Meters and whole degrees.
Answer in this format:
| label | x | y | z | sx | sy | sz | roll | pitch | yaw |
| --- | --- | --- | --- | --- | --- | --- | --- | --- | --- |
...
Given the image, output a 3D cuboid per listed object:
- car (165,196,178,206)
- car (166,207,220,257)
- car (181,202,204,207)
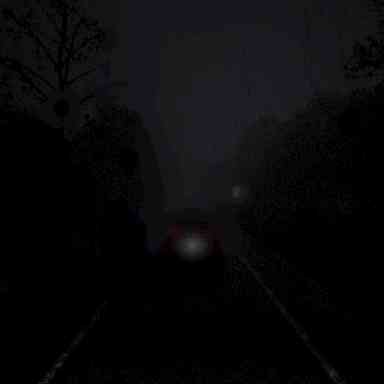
| label | x | y | z | sx | sy | sz | roll | pitch | yaw |
| --- | --- | --- | --- | --- | --- | --- | --- | --- | --- |
| car | -3.551 | 1.544 | 57.593 | 2.097 | 1.767 | 4.553 | 0 | 0 | 0 |
| car | 0.048 | 1.550 | 13.090 | 2.128 | 1.511 | 4.902 | 0 | 0 | 1 |
| car | 0.060 | 1.629 | 29.254 | 1.882 | 1.535 | 5.008 | 0 | 0 | 0 |
